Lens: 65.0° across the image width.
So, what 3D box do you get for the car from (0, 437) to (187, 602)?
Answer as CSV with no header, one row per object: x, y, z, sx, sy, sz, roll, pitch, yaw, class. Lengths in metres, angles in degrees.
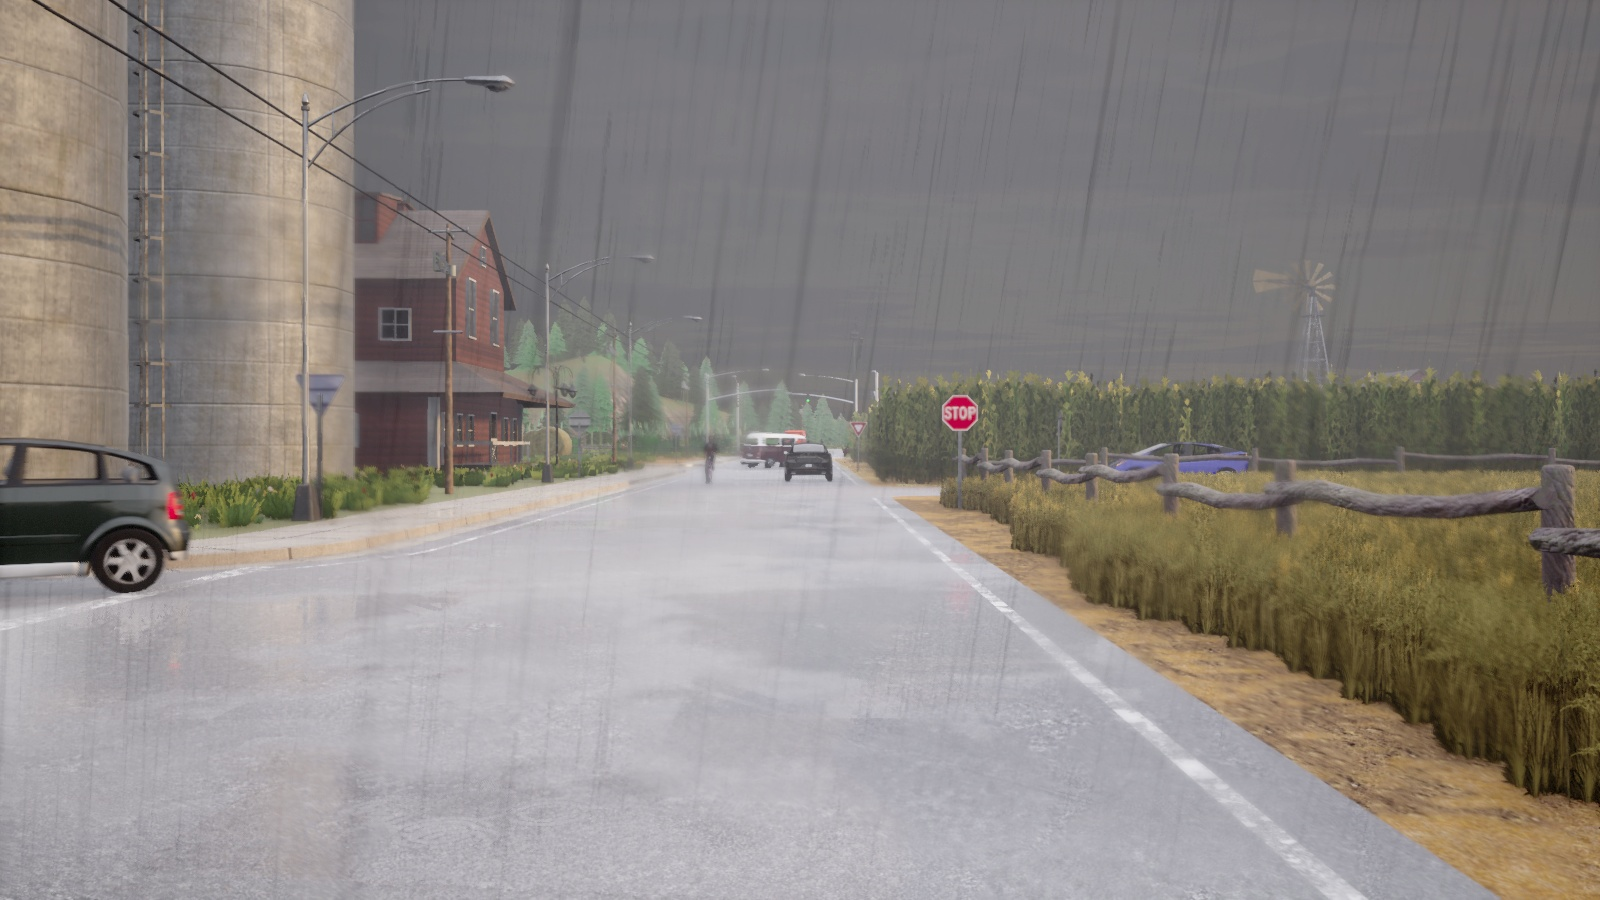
-8.206,0.648,12.455,3.705,1.549,1.789,0,1,-30,car

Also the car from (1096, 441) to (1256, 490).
11.994,0.476,40.265,4.514,1.525,2.007,0,0,0,car

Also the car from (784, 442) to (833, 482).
0.348,0.438,50.826,1.882,1.535,5.008,0,0,0,car

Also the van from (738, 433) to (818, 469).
-1.293,0.046,74.423,4.480,2.038,2.069,0,1,-44,van
